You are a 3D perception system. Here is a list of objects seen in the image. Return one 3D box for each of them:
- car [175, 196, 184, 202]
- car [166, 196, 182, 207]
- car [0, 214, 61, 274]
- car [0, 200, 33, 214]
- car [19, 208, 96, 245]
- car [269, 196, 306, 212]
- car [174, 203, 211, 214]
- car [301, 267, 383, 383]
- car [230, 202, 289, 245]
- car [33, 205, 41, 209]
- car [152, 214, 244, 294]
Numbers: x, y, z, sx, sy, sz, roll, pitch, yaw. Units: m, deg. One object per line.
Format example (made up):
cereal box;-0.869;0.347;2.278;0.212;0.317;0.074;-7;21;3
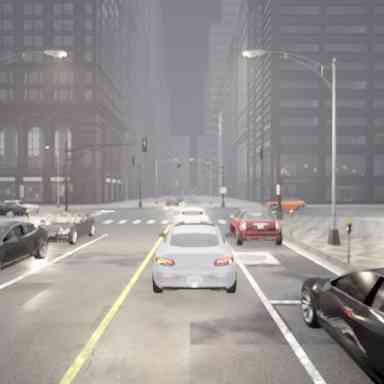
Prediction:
car;-2.989;1.594;78.286;1.895;1.301;4.718;0;0;0
car;-2.989;1.510;51.640;1.812;1.442;4.674;0;0;0
car;-5.753;1.559;9.716;1.947;1.339;4.313;0;0;0
car;-17.604;1.527;30.198;5.008;1.535;1.882;0;0;-1
car;-5.748;1.541;15.353;2.008;1.369;4.403;0;0;0
car;10.081;1.295;36.735;4.553;1.767;2.097;0;0;-4
car;0.021;1.515;17.787;1.812;1.442;4.674;0;0;0
car;2.766;1.563;4.074;1.947;1.339;4.313;0;0;0
car;2.777;1.430;15.346;1.967;1.590;4.097;0;0;0
car;-17.609;1.558;33.452;4.674;1.442;1.812;0;0;3
car;0.072;1.520;8.685;1.812;1.442;4.674;0;0;1
